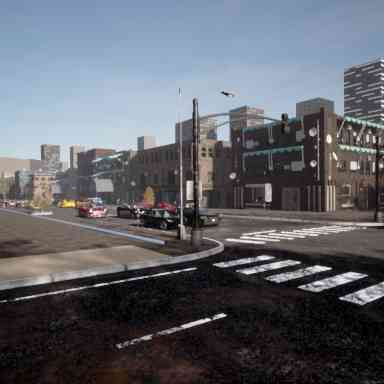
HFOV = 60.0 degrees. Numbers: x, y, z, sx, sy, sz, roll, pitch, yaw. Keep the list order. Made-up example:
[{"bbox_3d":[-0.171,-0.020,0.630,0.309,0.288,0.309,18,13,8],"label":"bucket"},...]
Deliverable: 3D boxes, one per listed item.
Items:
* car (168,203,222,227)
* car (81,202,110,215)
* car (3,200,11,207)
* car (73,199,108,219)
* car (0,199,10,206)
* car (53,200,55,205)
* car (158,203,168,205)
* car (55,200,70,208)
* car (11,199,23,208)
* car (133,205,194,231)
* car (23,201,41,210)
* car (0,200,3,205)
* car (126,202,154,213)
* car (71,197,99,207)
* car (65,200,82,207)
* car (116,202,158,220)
[{"bbox_3d":[0.263,1.783,24.397,1.994,1.385,4.181,-1,0,-38],"label":"car"},{"bbox_3d":[-11.847,1.974,40.624,1.812,1.442,4.674,-1,0,-36],"label":"car"},{"bbox_3d":[-40.102,2.379,74.031,1.967,1.590,4.097,-1,0,-37],"label":"car"},{"bbox_3d":[-10.260,1.846,34.143,1.967,1.590,4.097,-2,0,-37],"label":"car"},{"bbox_3d":[-46.731,2.597,82.895,1.887,1.381,4.507,-1,0,-37],"label":"car"},{"bbox_3d":[-30.075,2.363,74.622,1.947,1.339,4.313,-1,0,-37],"label":"car"},{"bbox_3d":[-3.548,1.904,39.165,1.802,1.307,4.206,-2,0,-37],"label":"car"},{"bbox_3d":[-22.966,2.141,60.810,1.882,1.535,5.008,-1,0,-37],"label":"car"},{"bbox_3d":[-33.469,2.375,65.168,2.008,1.369,4.403,-1,0,-37],"label":"car"},{"bbox_3d":[-2.042,1.815,22.959,1.947,1.339,4.313,-2,0,-37],"label":"car"},{"bbox_3d":[-26.735,2.232,56.167,1.752,1.417,4.829,-1,0,-37],"label":"car"},{"bbox_3d":[-43.416,2.547,78.464,2.008,1.369,4.403,-1,0,-37],"label":"car"},{"bbox_3d":[-6.863,1.966,43.597,1.802,1.307,4.206,-2,0,-37],"label":"car"},{"bbox_3d":[-16.952,1.909,52.770,2.097,1.767,4.553,-1,0,-37],"label":"car"},{"bbox_3d":[-23.443,2.227,65.757,1.887,1.381,4.507,-1,0,-37],"label":"car"},{"bbox_3d":[-5.721,1.825,32.421,2.128,1.511,4.902,-1,0,-37],"label":"car"}]
